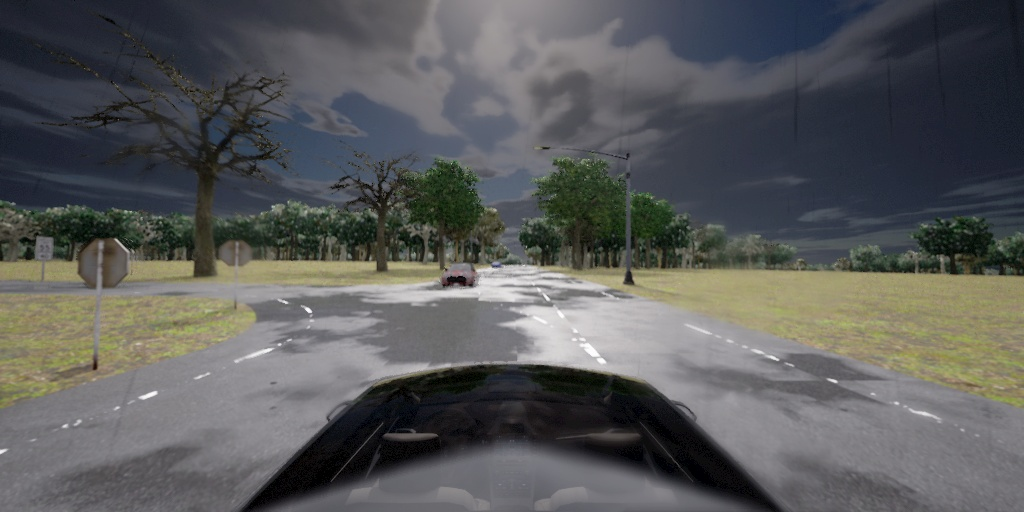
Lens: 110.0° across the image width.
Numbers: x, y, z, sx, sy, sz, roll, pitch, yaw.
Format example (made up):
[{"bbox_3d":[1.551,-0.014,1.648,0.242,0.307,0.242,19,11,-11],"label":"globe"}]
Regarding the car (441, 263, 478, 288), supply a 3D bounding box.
[{"bbox_3d":[-3.553,1.265,25.109,2.097,1.767,4.553,1,-1,0],"label":"car"}]
